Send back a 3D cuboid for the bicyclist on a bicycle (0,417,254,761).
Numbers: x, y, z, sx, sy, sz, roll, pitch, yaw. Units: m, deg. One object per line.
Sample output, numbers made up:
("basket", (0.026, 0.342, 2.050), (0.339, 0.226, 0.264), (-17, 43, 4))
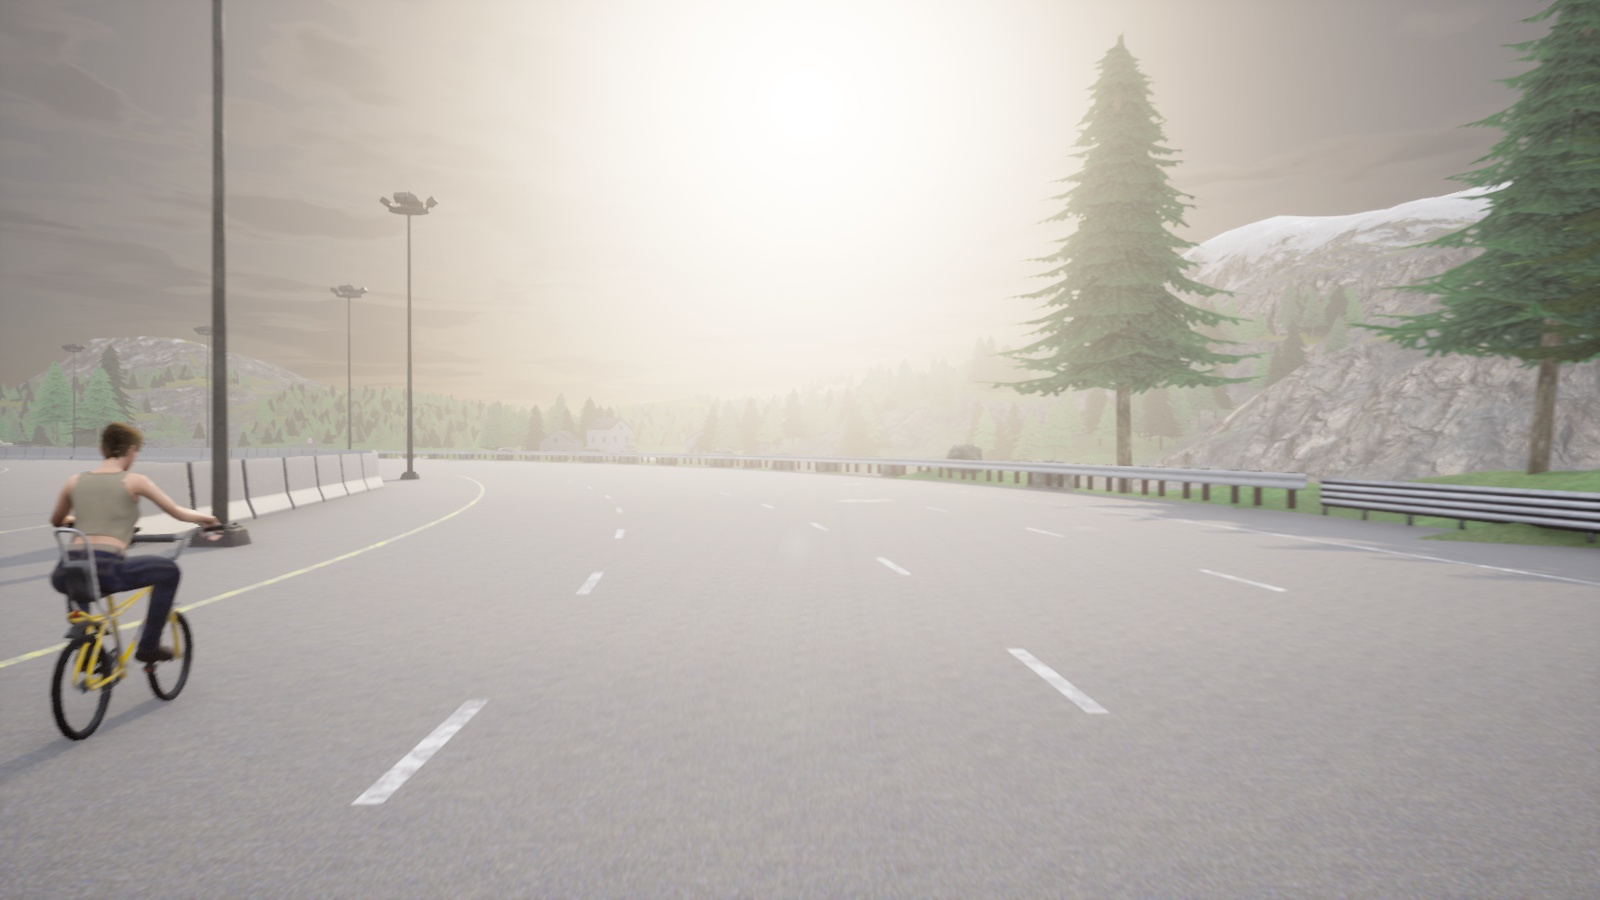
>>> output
("bicyclist on a bicycle", (-3.629, 0.649, 6.646), (0.866, 1.612, 1.509), (0, 0, -2))
